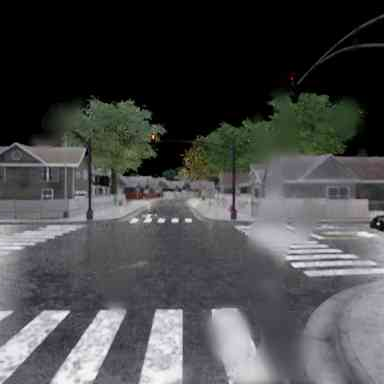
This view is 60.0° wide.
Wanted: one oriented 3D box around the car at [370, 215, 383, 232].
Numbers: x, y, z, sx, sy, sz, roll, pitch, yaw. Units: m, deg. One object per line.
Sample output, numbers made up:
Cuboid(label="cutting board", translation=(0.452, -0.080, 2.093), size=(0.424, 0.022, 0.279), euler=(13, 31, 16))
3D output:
Cuboid(label="car", translation=(11.549, 1.454, 17.133), size=(4.181, 1.385, 1.994), euler=(0, 0, -2))
